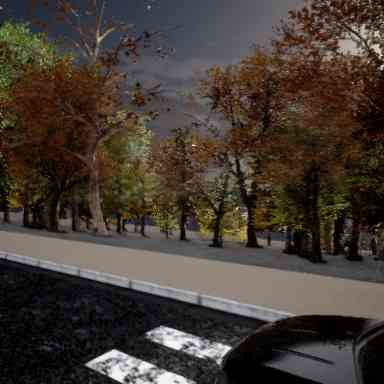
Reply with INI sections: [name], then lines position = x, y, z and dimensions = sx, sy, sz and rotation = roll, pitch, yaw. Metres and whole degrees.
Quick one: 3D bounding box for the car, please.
[car]
position = 2.408, 1.504, 1.968
dimensions = 4.892, 1.490, 1.837
rotation = 0, 0, 36
